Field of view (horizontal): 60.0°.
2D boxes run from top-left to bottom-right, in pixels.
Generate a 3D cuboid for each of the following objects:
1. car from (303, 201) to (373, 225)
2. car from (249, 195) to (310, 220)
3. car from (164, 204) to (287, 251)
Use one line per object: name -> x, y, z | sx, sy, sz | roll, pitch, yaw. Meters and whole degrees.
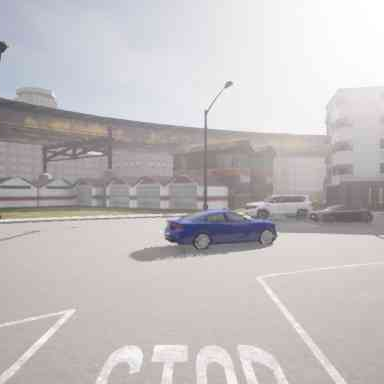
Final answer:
car -> 10.582, 1.564, 23.787 | 4.181, 1.385, 1.994 | 0, 0, -5
car -> 6.983, 1.223, 26.918 | 5.566, 2.045, 2.150 | 0, -1, -10
car -> 1.289, 1.477, 14.034 | 5.008, 1.535, 1.882 | 0, 0, -25
